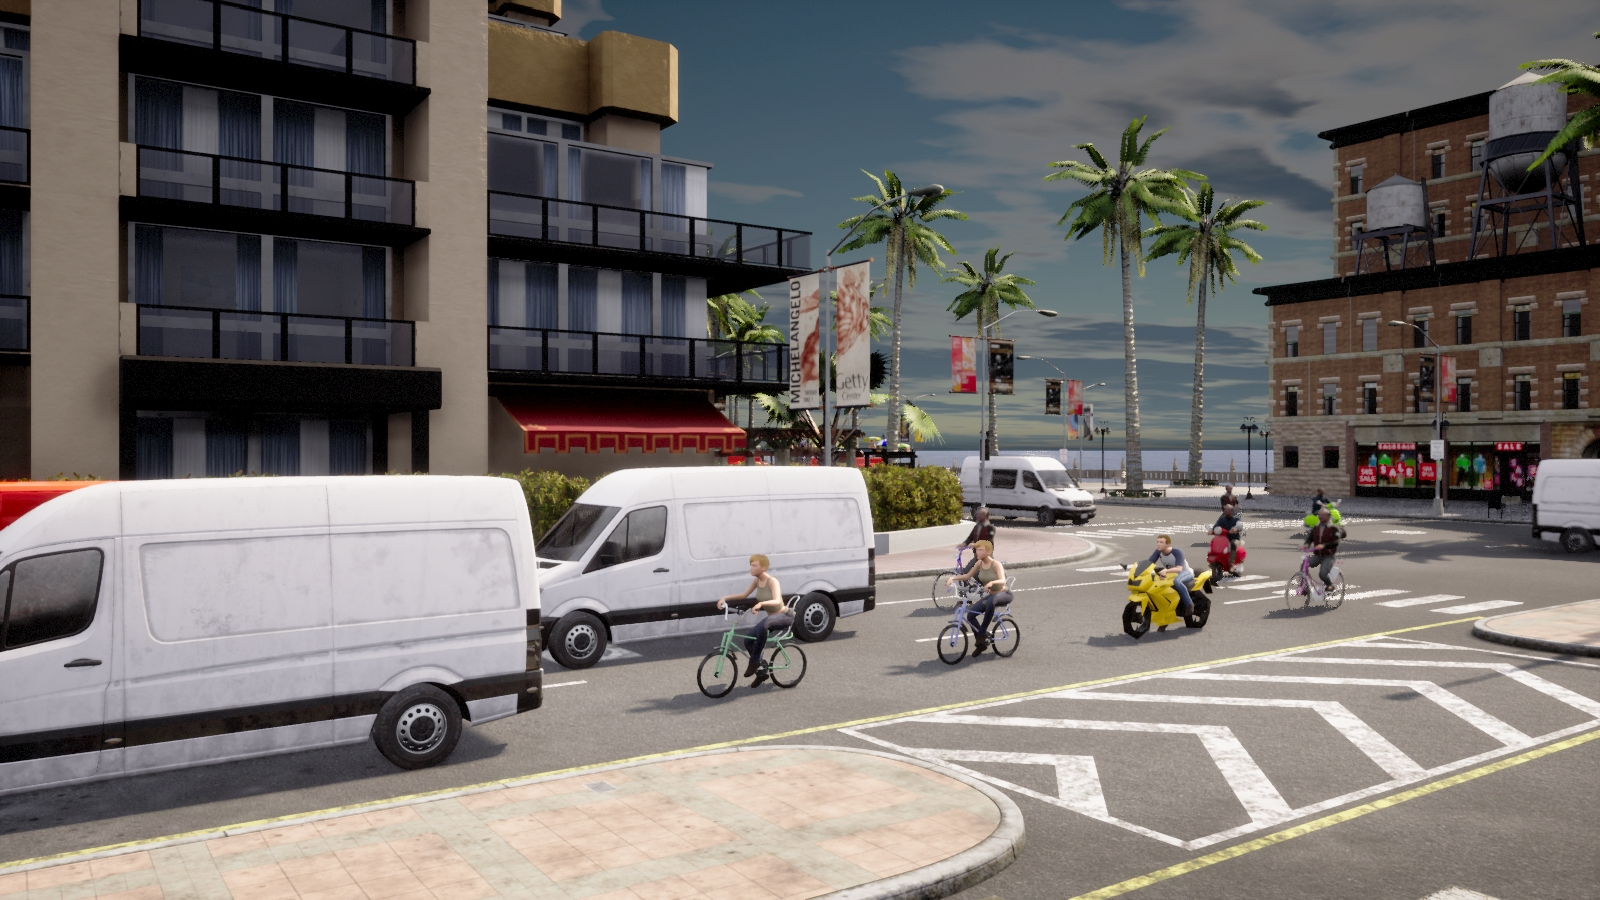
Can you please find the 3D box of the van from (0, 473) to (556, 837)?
[{"bbox_3d":[-5.288,1.534,9.874,5.915,2.561,1.988,0,0,-34],"label":"van"}]

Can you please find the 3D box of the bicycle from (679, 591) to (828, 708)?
[{"bbox_3d":[-0.533,2.256,13.140,1.487,1.080,0.859,0,0,-35],"label":"bicycle"}]

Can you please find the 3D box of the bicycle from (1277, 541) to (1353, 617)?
[{"bbox_3d":[8.916,2.210,19.749,1.835,1.171,0.329,0,0,-36],"label":"bicycle"}]

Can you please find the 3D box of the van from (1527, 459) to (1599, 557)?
[{"bbox_3d":[22.573,1.534,29.704,1.988,2.561,5.915,0,0,-34],"label":"van"}]

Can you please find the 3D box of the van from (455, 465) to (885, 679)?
[{"bbox_3d":[-1.725,1.534,16.503,5.915,2.561,1.988,0,0,-34],"label":"van"}]

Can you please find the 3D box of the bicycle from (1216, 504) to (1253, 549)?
[{"bbox_3d":[12.647,2.210,33.311,0.329,1.171,1.835,0,0,-2],"label":"bicycle"}]

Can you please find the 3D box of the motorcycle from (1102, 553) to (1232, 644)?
[{"bbox_3d":[5.572,2.213,17.294,2.033,1.145,0.803,0,0,-34],"label":"motorcycle"}]

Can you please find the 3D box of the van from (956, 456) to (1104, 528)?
[{"bbox_3d":[8.746,1.534,44.024,1.988,2.561,5.915,0,0,-33],"label":"van"}]

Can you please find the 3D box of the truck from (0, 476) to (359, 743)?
[{"bbox_3d":[-7.827,1.568,12.387,5.204,2.467,2.627,0,0,-35],"label":"truck"}]
